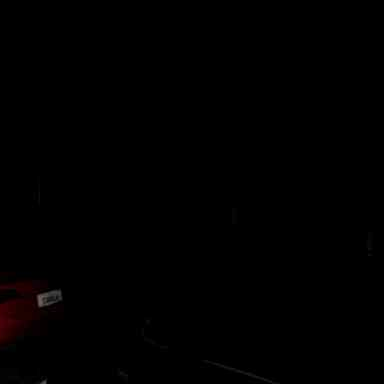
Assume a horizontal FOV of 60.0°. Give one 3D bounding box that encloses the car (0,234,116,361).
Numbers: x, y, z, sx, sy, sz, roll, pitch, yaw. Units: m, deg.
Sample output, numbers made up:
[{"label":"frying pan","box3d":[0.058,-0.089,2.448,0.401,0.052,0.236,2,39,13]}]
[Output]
[{"label":"car","box3d":[-3.885,1.511,5.914,4.792,1.488,2.163,0,0,34]}]
